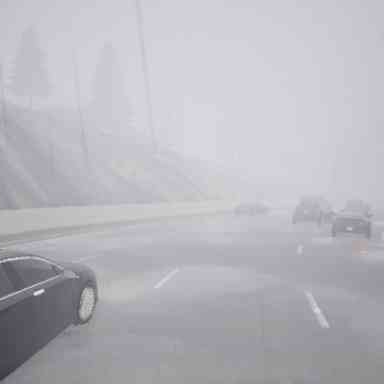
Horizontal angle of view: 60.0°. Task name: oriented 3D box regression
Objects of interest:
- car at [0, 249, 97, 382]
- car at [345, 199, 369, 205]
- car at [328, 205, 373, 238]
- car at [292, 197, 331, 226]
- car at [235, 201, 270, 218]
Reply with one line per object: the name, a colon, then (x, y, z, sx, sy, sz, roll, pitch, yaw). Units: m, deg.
car: (-2.843, 1.509, 4.328, 1.837, 1.490, 4.892, 0, 0, 6)
car: (18.984, 1.629, 38.130, 2.097, 1.767, 4.553, 0, 0, 38)
car: (8.969, 1.660, 18.546, 1.812, 1.442, 4.674, 0, 0, 29)
car: (9.213, 1.516, 25.125, 2.097, 1.767, 4.553, 0, 0, 34)
car: (6.014, 1.672, 32.819, 2.128, 1.511, 4.902, 0, 0, 37)
